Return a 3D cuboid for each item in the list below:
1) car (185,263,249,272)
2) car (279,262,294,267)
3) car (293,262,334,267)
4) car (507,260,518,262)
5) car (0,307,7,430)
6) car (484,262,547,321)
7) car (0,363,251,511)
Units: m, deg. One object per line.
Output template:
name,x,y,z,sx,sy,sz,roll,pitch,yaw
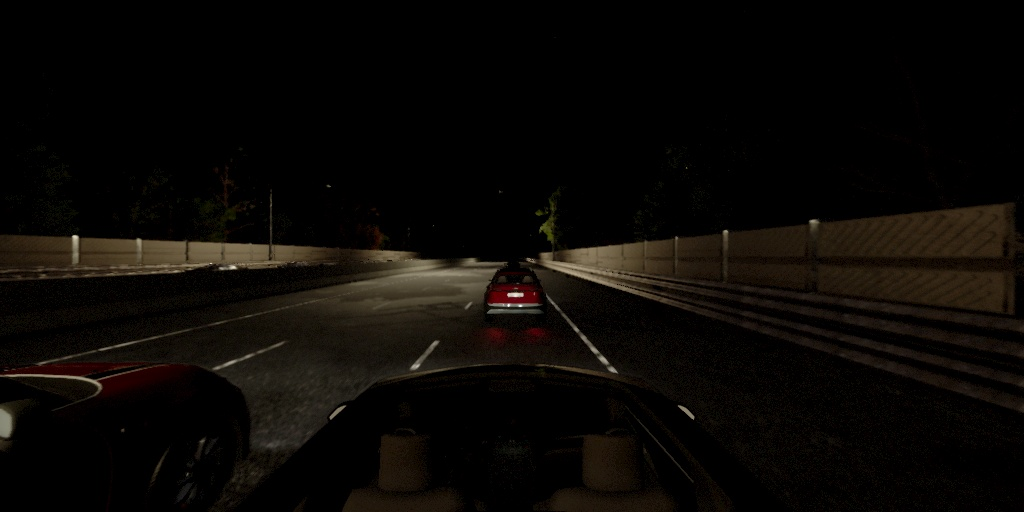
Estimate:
car,-24.564,1.303,29.995,2.033,1.411,5.357,0,0,0
car,-21.028,1.304,34.574,2.033,1.411,5.357,0,0,1
car,-17.543,1.357,33.074,1.895,1.301,4.718,0,0,1
car,0.103,1.264,42.864,1.837,1.490,4.892,0,0,0
car,-6.902,1.297,1.495,2.033,1.411,5.357,0,0,0
car,0.101,1.182,12.530,2.033,1.649,4.856,0,0,0
car,-3.401,1.102,1.337,2.097,1.767,4.553,0,0,0
